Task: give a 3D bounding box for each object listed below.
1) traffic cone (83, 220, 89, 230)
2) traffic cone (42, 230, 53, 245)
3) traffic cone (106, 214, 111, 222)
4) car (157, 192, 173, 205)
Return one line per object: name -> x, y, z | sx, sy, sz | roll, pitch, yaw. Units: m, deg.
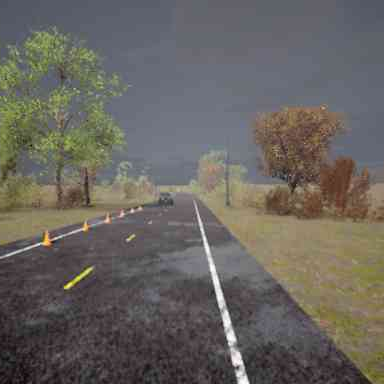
traffic cone -> -6.065, 1.878, 18.926 | 0.340, 0.580, 0.340 | 0, 0, 0
traffic cone -> -6.061, 1.899, 13.925 | 0.340, 0.580, 0.340 | 0, 0, 0
traffic cone -> -6.070, 1.857, 23.927 | 0.340, 0.580, 0.340 | 0, 0, 0
car -> -4.368, 1.001, 52.850 | 2.150, 2.045, 5.566 | 0, 0, -9
